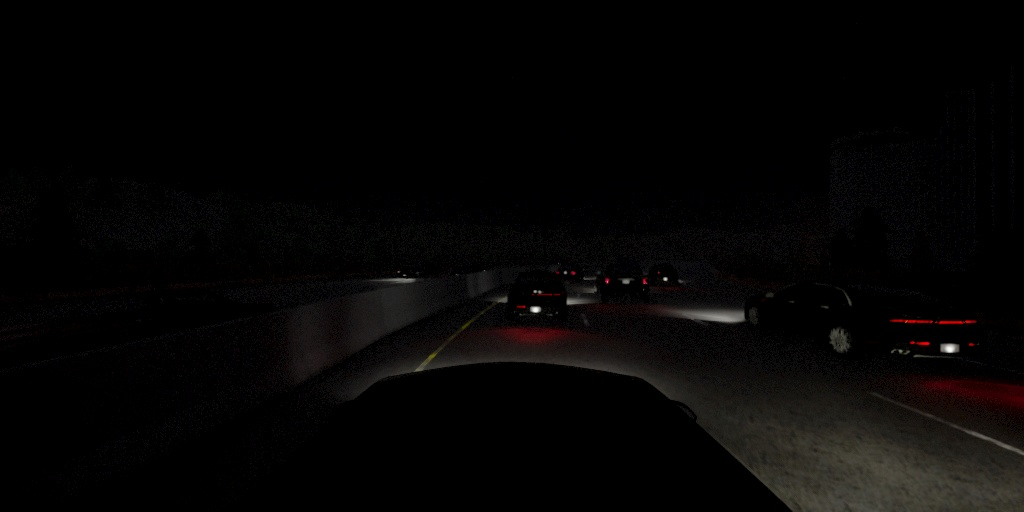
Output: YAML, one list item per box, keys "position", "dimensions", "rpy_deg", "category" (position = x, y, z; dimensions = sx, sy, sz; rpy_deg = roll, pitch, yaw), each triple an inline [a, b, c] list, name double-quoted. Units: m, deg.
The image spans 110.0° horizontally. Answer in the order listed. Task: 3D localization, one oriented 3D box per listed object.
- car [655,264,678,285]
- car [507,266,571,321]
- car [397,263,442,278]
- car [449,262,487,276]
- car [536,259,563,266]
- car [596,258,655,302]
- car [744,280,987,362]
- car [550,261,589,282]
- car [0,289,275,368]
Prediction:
- position: [11.275, 1.340, 26.958]
  dimensions: [1.837, 1.490, 4.892]
  rpy_deg: [0, 0, 18]
  category: "car"
- position: [0.944, 1.270, 12.579]
  dimensions: [1.837, 1.490, 4.892]
  rpy_deg: [0, 0, 7]
  category: "car"
- position: [-8.666, 1.336, 34.203]
  dimensions: [2.033, 1.411, 5.357]
  rpy_deg: [0, 0, 18]
  category: "car"
- position: [-4.290, 1.359, 36.119]
  dimensions: [2.033, 1.411, 5.357]
  rpy_deg: [0, 0, 20]
  category: "car"
- position: [4.605, 1.444, 47.603]
  dimensions: [2.033, 1.411, 5.357]
  rpy_deg: [0, 0, 28]
  category: "car"
- position: [5.280, 1.144, 17.530]
  dimensions: [2.097, 1.767, 4.553]
  rpy_deg: [0, 0, 10]
  category: "car"
- position: [7.511, 1.295, 8.415]
  dimensions: [1.837, 1.490, 4.892]
  rpy_deg: [0, 0, 4]
  category: "car"
- position: [4.967, 1.371, 30.328]
  dimensions: [2.033, 1.411, 5.357]
  rpy_deg: [0, 0, 19]
  category: "car"
- position: [-6.848, 1.321, 6.538]
  dimensions: [1.895, 1.301, 4.718]
  rpy_deg: [0, 0, 4]
  category: "car"
